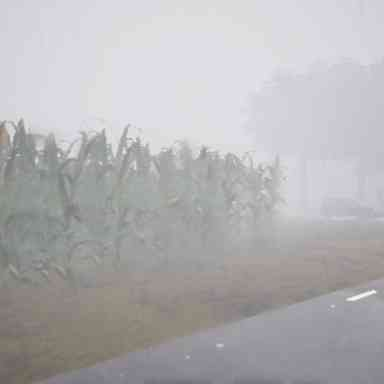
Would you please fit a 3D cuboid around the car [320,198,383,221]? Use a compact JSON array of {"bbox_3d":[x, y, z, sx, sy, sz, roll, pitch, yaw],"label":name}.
[{"bbox_3d":[15.169,1.575,32.052,2.150,2.045,5.566,0,0,-36],"label":"car"}]
